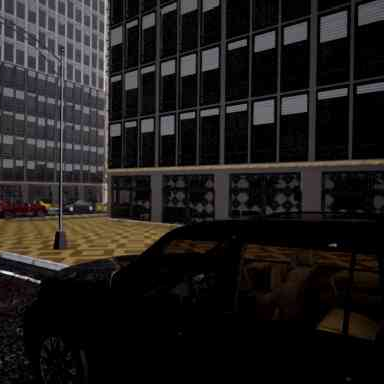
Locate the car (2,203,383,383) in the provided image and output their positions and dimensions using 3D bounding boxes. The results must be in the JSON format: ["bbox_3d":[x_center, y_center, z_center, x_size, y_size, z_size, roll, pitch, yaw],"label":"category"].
[{"bbox_3d":[0.665,1.221,3.209,5.566,2.045,2.150,0,0,36],"label":"car"}]

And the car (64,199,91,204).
[{"bbox_3d":[-14.697,1.703,42.739,1.837,1.490,4.892,1,0,37],"label":"car"}]

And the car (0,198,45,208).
[{"bbox_3d":[-16.161,1.517,31.071,2.192,1.841,5.009,1,0,37],"label":"car"}]

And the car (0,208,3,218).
[{"bbox_3d":[-7.318,1.347,8.929,4.553,1.767,2.097,0,0,36],"label":"car"}]

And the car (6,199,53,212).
[{"bbox_3d":[-19.632,1.640,40.456,1.752,1.417,4.829,1,0,37],"label":"car"}]

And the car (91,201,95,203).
[{"bbox_3d":[-9.337,1.828,40.263,1.752,1.417,4.829,1,0,37],"label":"car"}]
